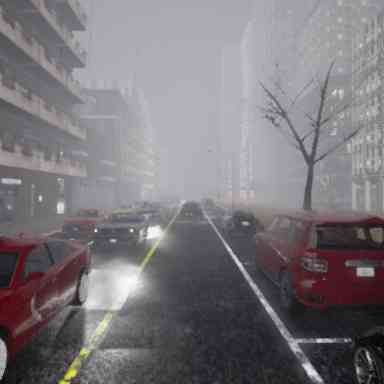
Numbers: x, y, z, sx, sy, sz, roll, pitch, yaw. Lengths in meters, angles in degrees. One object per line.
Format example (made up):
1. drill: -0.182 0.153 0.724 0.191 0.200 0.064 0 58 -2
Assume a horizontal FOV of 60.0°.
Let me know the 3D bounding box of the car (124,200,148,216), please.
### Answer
1. car: -5.783 1.603 34.967 1.752 1.417 4.829 0 0 0

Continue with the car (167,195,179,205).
1. car: -3.205 1.673 63.440 1.812 1.442 4.674 0 0 0

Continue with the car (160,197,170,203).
1. car: -5.897 1.730 73.797 1.887 1.381 4.507 0 0 0

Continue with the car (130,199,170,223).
1. car: -3.123 1.545 25.858 2.128 1.511 4.902 0 0 0

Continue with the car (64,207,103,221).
1. car: -5.734 1.588 18.568 1.887 1.381 4.507 0 0 0

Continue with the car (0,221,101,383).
1. car: -3.107 1.492 5.267 1.882 1.535 5.008 0 0 0

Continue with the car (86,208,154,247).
1. car: -3.133 1.634 15.458 1.895 1.301 4.718 0 0 0

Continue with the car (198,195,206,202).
1. car: 2.452 1.647 84.866 1.967 1.590 4.097 0 0 0

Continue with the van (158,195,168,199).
1. van: -5.880 1.509 68.275 1.690 1.788 3.998 0 0 0

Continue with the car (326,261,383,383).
1. car: 2.696 1.565 2.024 1.947 1.339 4.313 0 0 0

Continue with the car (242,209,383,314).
1. car: 2.680 1.324 7.547 2.192 1.841 5.009 0 0 0

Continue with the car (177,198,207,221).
1. car: -0.020 1.530 27.565 1.882 1.535 5.008 0 0 0

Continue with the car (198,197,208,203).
1. car: 2.484 1.723 73.821 2.008 1.369 4.403 0 0 0

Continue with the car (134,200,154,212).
1. car: -5.800 1.657 40.659 1.947 1.339 4.313 0 0 0

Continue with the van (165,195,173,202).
1. van: -5.929 1.561 84.843 1.690 1.788 3.998 0 0 0

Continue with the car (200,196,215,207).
1. car: 2.549 1.672 51.729 1.947 1.339 4.313 0 0 0

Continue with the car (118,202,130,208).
1. car: -5.765 1.591 29.444 1.752 1.417 4.829 0 0 0

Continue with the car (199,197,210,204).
1. car: 2.500 1.706 68.298 2.008 1.369 4.403 0 0 0

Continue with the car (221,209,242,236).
1. car: 2.646 1.596 18.592 1.947 1.339 4.313 0 0 0
